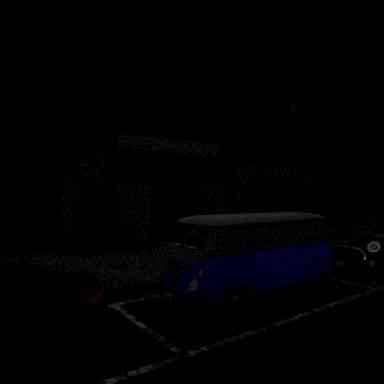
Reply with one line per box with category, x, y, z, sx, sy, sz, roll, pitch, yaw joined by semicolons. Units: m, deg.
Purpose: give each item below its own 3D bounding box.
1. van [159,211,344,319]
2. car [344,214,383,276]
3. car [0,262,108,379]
van;1.283;1.341;7.100;3.998;1.788;1.690;0;0;-35
car;5.692;1.440;10.240;4.097;1.590;1.967;0;0;-35
car;-3.126;1.582;3.960;4.206;1.307;1.802;0;0;-35
